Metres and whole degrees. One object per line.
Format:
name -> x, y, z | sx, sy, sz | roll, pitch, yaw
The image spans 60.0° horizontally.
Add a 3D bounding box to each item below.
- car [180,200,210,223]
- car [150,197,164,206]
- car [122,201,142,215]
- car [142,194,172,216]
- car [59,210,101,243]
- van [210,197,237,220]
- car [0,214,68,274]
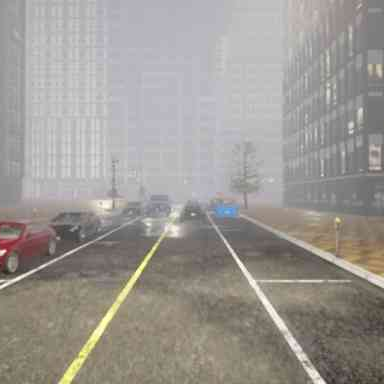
car -> 0.092, 1.551, 25.478 | 1.994, 1.385, 4.181 | 0, 0, 1
car -> -5.800, 1.515, 55.608 | 2.008, 1.369, 4.403 | 1, 0, 0
car -> -5.676, 1.547, 33.039 | 1.947, 1.339, 4.313 | 1, 0, 0
car -> -3.094, 1.203, 32.084 | 2.150, 2.045, 5.566 | 0, 0, 0
car -> -5.680, 1.557, 16.111 | 1.947, 1.339, 4.313 | 1, 0, 0
van -> 2.706, 1.326, 27.388 | 1.690, 1.788, 3.998 | 1, 0, 0
car -> -5.681, 1.576, 10.468 | 1.802, 1.307, 4.206 | 1, 0, 0
